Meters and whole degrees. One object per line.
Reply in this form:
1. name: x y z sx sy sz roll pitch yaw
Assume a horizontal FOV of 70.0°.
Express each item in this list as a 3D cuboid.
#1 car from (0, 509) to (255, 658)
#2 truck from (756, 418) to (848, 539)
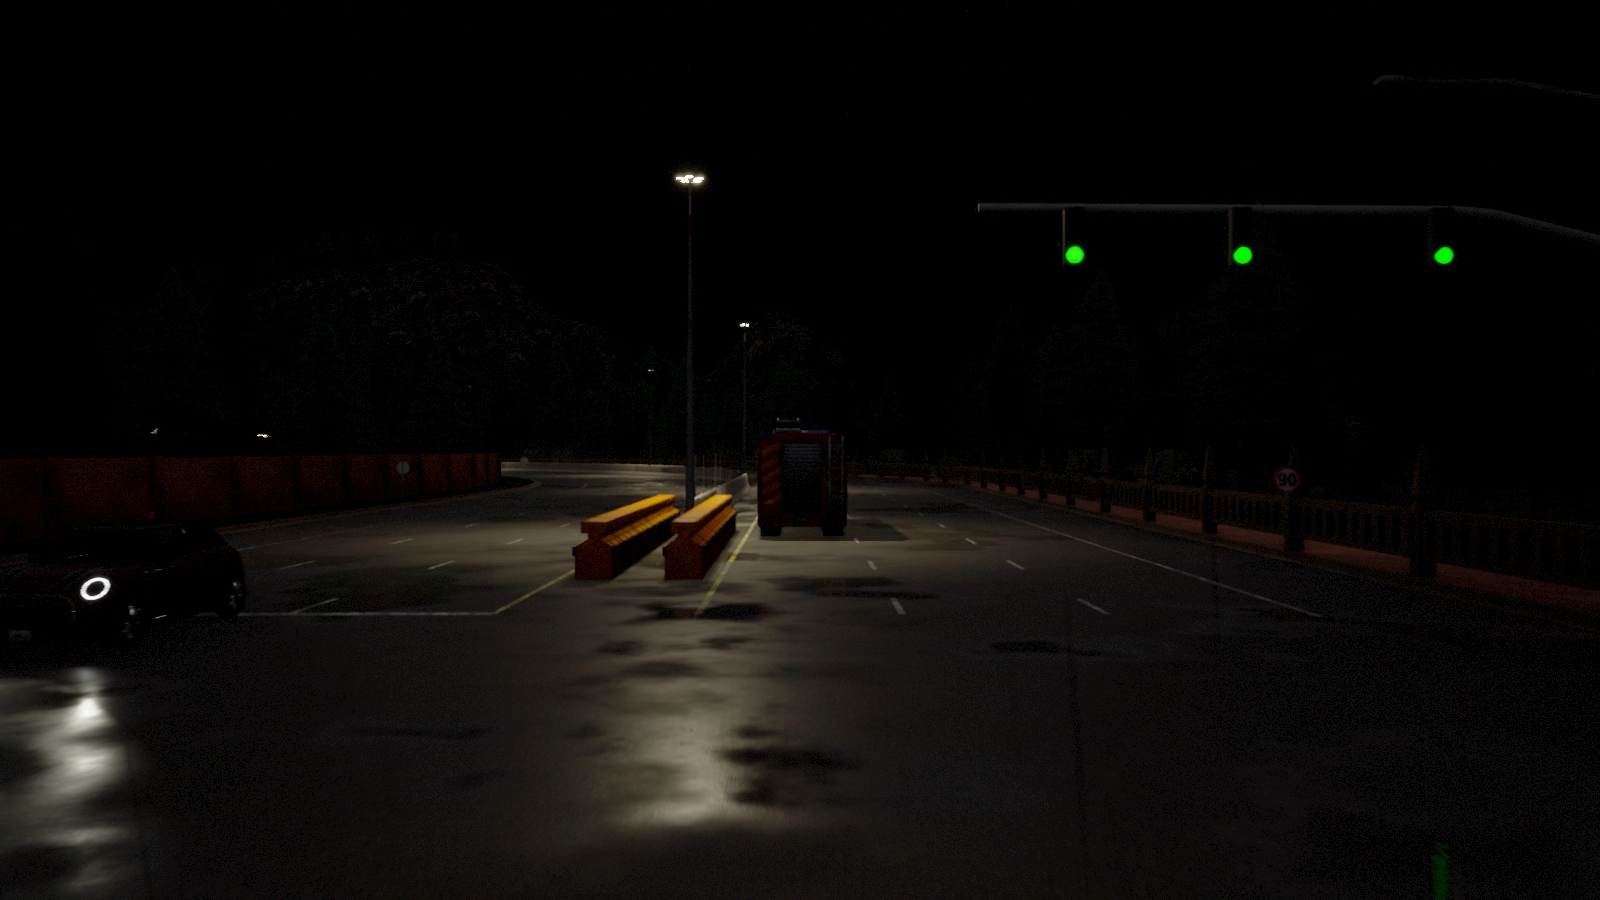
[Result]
1. car: -10.520 1.907 17.577 2.097 1.767 4.553 0 0 0
2. truck: 0.040 0.893 40.104 2.891 3.827 8.468 0 0 0
